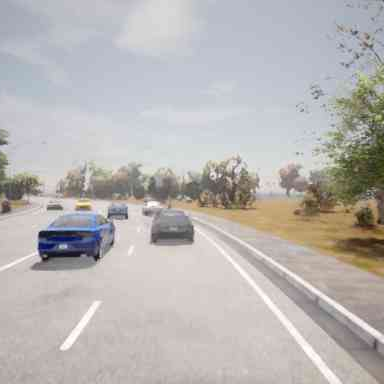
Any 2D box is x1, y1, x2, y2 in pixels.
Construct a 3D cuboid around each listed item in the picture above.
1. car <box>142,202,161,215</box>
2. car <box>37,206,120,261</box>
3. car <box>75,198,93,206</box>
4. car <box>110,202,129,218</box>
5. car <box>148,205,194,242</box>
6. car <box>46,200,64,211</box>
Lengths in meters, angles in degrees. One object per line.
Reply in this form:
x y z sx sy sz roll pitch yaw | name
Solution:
-4.114 1.661 34.399 1.895 1.301 4.718 0 0 -13 | car
-4.097 1.505 12.528 1.882 1.535 5.008 0 0 -5 | car
-13.646 1.559 42.047 1.882 1.535 5.008 0 0 -17 | car
-6.831 1.605 30.665 2.033 1.411 5.357 0 0 -12 | car
-1.022 1.591 16.607 1.994 1.385 4.181 0 0 -6 | car
-17.555 1.686 42.889 1.895 1.301 4.718 0 0 -18 | car
